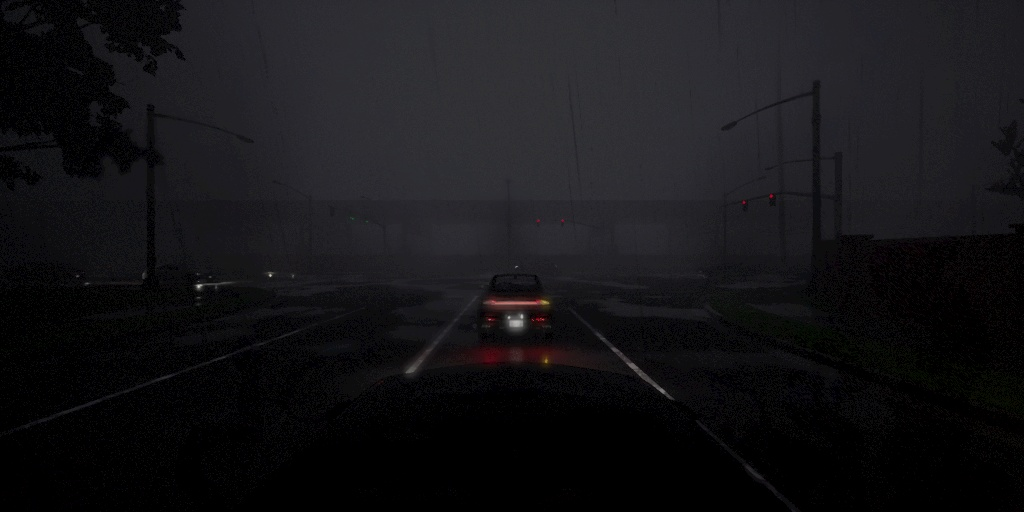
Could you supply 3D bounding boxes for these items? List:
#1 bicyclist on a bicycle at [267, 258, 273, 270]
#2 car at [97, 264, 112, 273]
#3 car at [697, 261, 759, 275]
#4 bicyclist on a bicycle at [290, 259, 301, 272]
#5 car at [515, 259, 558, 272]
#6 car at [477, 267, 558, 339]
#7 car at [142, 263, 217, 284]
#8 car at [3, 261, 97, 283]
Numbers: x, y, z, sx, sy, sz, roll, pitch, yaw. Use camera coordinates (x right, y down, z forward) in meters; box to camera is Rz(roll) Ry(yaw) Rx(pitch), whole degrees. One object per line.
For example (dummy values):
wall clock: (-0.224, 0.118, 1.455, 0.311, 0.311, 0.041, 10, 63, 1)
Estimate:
bicyclist on a bicycle: (-31.583, 1.050, 46.803, 0.582, 1.620, 1.656, 0, 0, -33)
car: (-49.647, 1.297, 41.451, 5.357, 1.411, 2.033, 0, 0, 2)
car: (21.667, 1.182, 36.105, 5.357, 1.411, 2.033, -1, 0, 2)
bicyclist on a bicycle: (-27.031, 1.203, 44.712, 0.582, 1.620, 1.656, 0, 0, 14)
car: (2.378, 1.089, 36.632, 4.553, 1.767, 2.097, 0, 0, 2)
car: (0.099, 1.242, 10.137, 2.128, 1.511, 4.902, 0, 0, 0)
car: (-24.683, 1.276, 26.673, 4.674, 1.442, 1.812, 0, 0, 2)
car: (-35.056, 1.241, 26.999, 4.902, 1.511, 2.128, 0, 0, 2)
